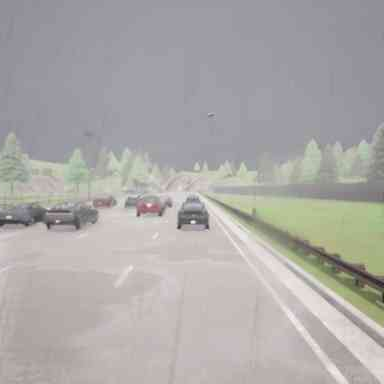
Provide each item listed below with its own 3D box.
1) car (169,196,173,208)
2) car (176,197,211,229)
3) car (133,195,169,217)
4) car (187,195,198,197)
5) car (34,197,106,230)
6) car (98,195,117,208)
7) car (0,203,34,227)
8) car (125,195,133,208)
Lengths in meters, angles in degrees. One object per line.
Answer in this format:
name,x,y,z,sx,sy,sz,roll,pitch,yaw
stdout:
car,-3.390,1.141,41.171,1.812,1.442,4.674,0,1,0
car,0.077,1.319,20.135,1.837,1.490,4.892,0,1,0
car,-3.394,1.086,28.439,2.097,1.767,4.553,0,0,0
car,0.103,1.121,41.415,1.837,1.490,4.892,0,1,0
car,-6.925,1.308,19.583,2.128,1.511,4.902,0,1,0
car,-10.402,1.101,40.244,1.882,1.535,5.008,0,1,0
car,-10.418,1.366,20.955,1.994,1.385,4.181,0,1,0
car,-6.902,1.114,40.497,2.128,1.511,4.902,0,1,0
